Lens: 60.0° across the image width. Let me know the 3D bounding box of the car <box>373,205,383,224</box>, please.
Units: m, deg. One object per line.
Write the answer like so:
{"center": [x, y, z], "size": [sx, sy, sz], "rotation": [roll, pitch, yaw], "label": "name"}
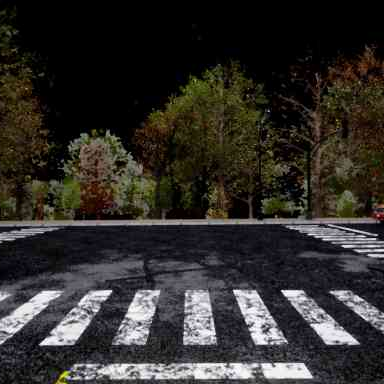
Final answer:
{"center": [14.632, 1.127, 21.171], "size": [5.566, 2.045, 2.150], "rotation": [-1, -1, 1], "label": "car"}
